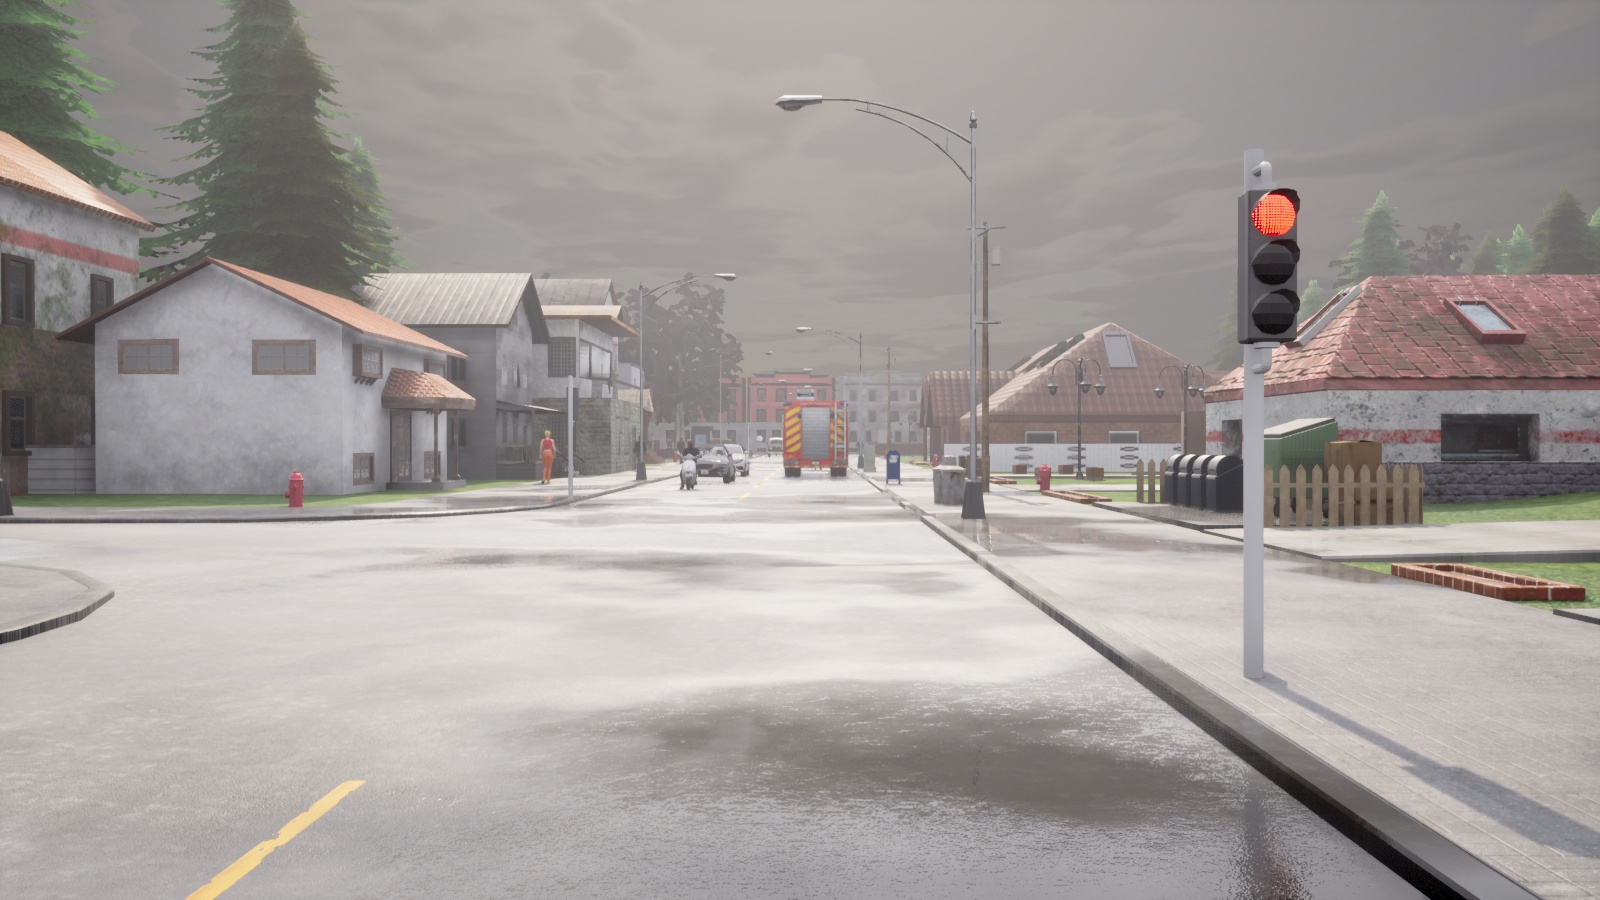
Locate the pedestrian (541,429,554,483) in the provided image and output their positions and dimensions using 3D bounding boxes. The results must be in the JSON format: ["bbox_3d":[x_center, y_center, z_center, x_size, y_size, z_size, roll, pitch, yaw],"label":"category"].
[{"bbox_3d":[-8.669,0.206,43.126,0.345,1.836,0.594,0,0,-2],"label":"pedestrian"}]

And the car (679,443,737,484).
[{"bbox_3d":[-3.415,0.491,47.215,1.816,1.474,4.193,0,0,1],"label":"car"}]

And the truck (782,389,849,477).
[{"bbox_3d":[0.729,-0.751,58.907,2.891,3.827,8.468,0,0,1],"label":"truck"}]

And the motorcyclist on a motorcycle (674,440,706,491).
[{"bbox_3d":[-3.507,0.470,40.226,0.866,1.590,1.817,0,0,1],"label":"motorcyclist on a motorcycle"}]

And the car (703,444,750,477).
[{"bbox_3d":[-3.297,0.448,57.008,1.812,1.442,4.674,0,0,1],"label":"car"}]
